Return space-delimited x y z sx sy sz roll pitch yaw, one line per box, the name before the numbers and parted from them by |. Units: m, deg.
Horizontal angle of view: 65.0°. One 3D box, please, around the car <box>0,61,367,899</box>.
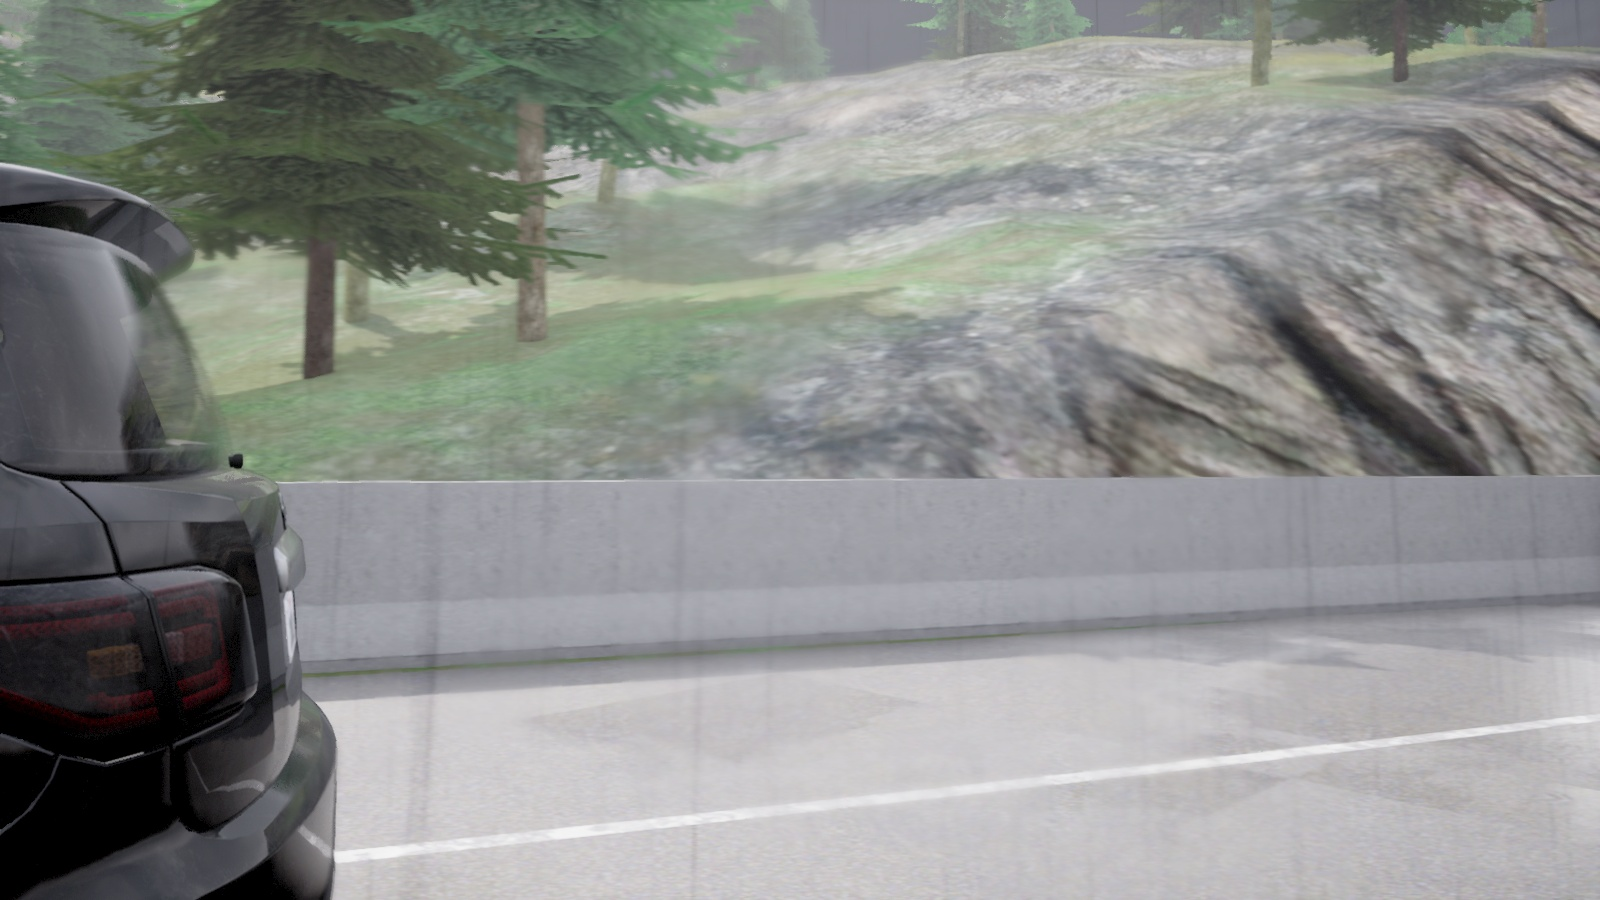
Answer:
car | -3.612 0.533 1.872 5.566 2.045 2.150 -1 1 -20
